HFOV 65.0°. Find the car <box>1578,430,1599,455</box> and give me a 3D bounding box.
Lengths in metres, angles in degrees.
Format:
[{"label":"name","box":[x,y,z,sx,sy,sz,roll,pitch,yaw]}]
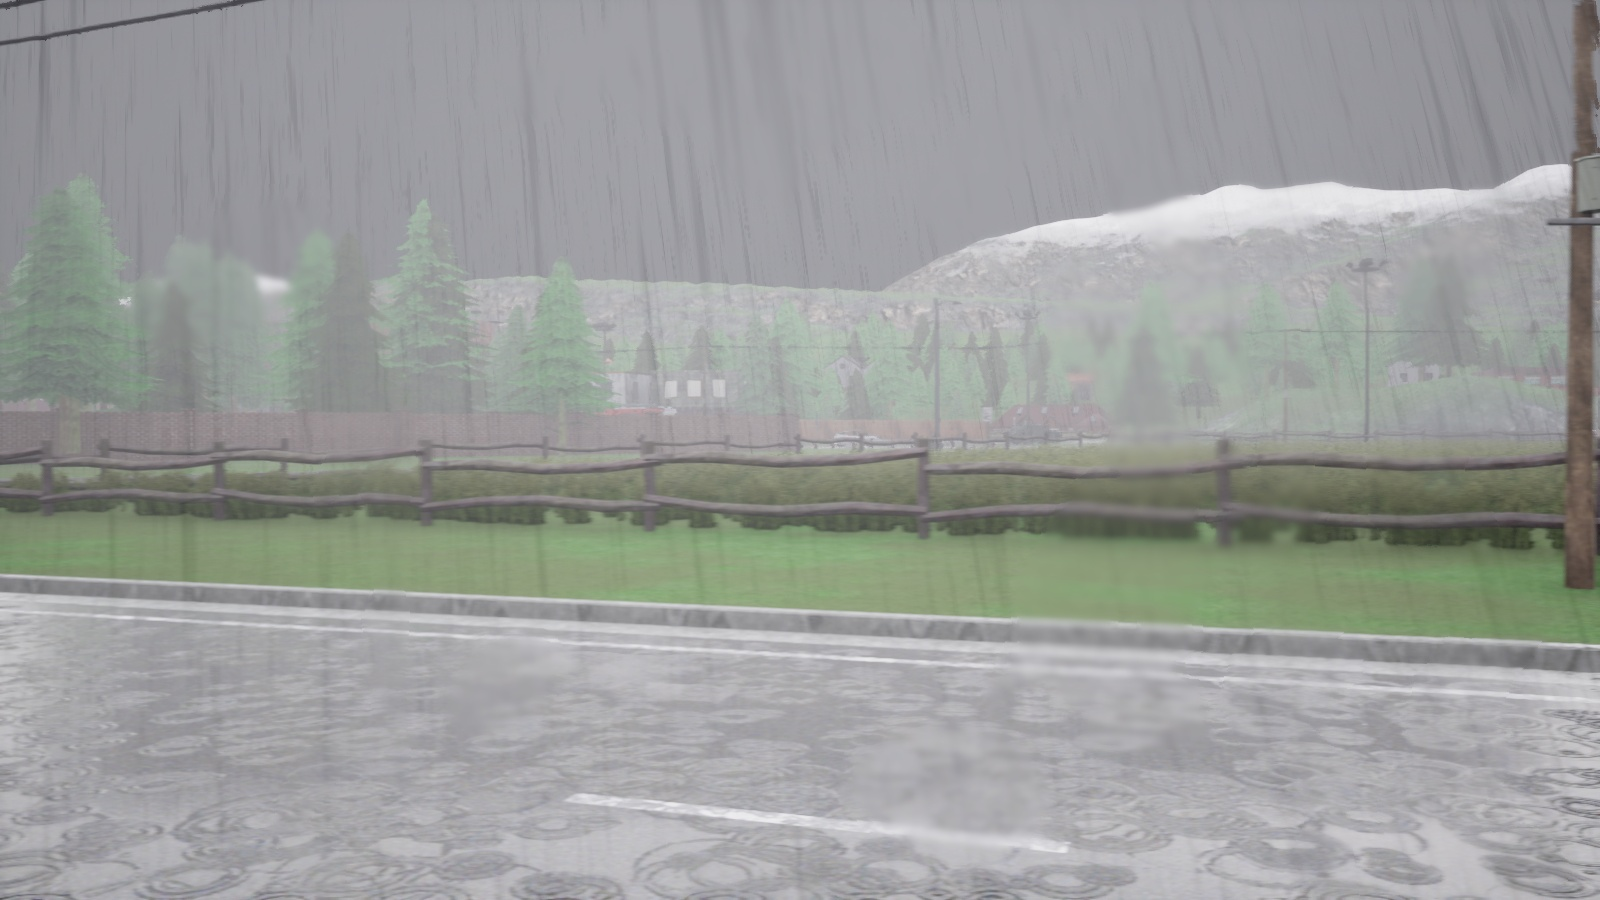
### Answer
[{"label":"car","box":[54.550,-0.518,82.956,5.027,1.651,2.152,1,1,18]}]
